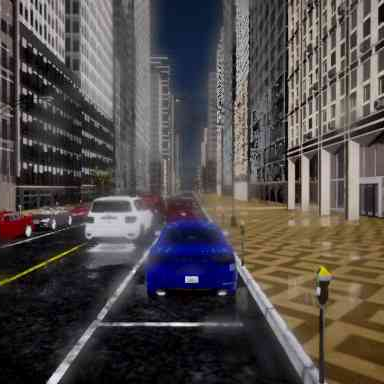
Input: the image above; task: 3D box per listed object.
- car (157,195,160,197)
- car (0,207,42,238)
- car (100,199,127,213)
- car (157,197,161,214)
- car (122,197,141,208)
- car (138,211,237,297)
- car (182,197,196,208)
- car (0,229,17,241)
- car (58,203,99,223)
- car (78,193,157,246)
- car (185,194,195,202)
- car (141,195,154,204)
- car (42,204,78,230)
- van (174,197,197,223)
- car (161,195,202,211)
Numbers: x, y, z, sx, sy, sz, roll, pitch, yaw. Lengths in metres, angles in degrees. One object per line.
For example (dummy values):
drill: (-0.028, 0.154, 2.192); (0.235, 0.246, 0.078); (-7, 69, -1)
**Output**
car: (-6.157, 1.218, 46.231); (2.150, 2.045, 5.566); (0, 0, 0)
car: (-8.843, 1.542, 14.989); (1.887, 1.381, 4.507); (-1, 0, 0)
car: (-8.844, 1.544, 37.723); (2.008, 1.369, 4.403); (-1, 0, 0)
car: (-3.119, 1.520, 31.635); (1.812, 1.442, 4.674); (0, 0, 1)
car: (-8.843, 1.541, 49.090); (2.008, 1.369, 4.403); (-1, 0, 0)
car: (-0.006, 1.476, 8.652); (1.882, 1.535, 5.008); (0, 0, 0)
car: (-0.463, 1.541, 49.090); (2.008, 1.369, 4.403); (-1, 0, 0)
car: (-3.146, 1.351, 1.658); (2.097, 1.767, 4.553); (0, 0, 0)
car: (-8.843, 1.577, 26.356); (1.802, 1.307, 4.206); (-1, 0, 0)
car: (-3.136, 1.222, 15.335); (2.150, 2.045, 5.566); (0, 0, 0)
car: (-0.465, 1.298, 77.509); (2.192, 1.841, 5.009); (-1, 0, 0)
car: (-8.845, 1.426, 66.141); (1.967, 1.590, 4.097); (-1, 0, 0)
car: (-8.844, 1.547, 20.672); (2.008, 1.369, 4.403); (-1, 0, 0)
van: (-0.465, 1.336, 26.356); (1.690, 1.788, 3.998); (-1, 0, 0)
car: (-0.465, 1.311, 20.672); (2.192, 1.841, 5.009); (-1, 0, 0)
